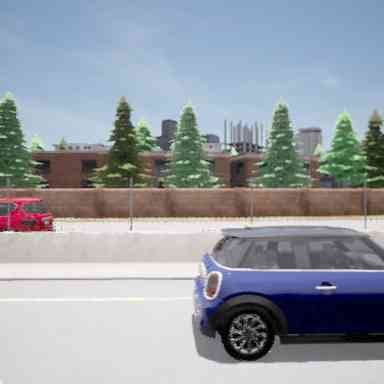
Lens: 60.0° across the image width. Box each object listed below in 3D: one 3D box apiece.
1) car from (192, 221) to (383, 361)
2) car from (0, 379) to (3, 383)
[{"bbox_3d":[2.293,1.358,5.498,4.553,1.767,2.097,0,0,-3],"label":"car"},{"bbox_3d":[-3.502,1.358,1.793,4.553,1.767,2.097,0,0,2],"label":"car"}]
